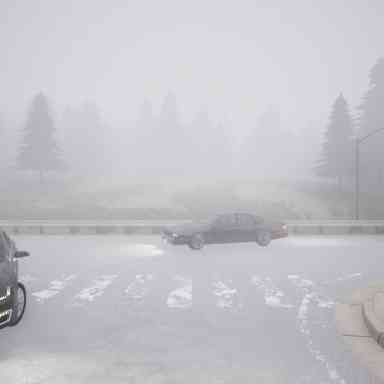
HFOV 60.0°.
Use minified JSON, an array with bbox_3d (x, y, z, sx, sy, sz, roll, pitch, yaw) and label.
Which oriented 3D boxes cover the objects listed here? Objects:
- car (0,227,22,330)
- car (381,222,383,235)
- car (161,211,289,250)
[{"bbox_3d":[-4.457,1.505,6.550,1.837,1.490,4.892,0,0,-28],"label":"car"},{"bbox_3d":[11.237,1.492,15.070,4.902,1.511,2.128,0,0,0],"label":"car"},{"bbox_3d":[1.458,1.547,14.191,5.357,1.411,2.033,0,0,-20],"label":"car"}]
